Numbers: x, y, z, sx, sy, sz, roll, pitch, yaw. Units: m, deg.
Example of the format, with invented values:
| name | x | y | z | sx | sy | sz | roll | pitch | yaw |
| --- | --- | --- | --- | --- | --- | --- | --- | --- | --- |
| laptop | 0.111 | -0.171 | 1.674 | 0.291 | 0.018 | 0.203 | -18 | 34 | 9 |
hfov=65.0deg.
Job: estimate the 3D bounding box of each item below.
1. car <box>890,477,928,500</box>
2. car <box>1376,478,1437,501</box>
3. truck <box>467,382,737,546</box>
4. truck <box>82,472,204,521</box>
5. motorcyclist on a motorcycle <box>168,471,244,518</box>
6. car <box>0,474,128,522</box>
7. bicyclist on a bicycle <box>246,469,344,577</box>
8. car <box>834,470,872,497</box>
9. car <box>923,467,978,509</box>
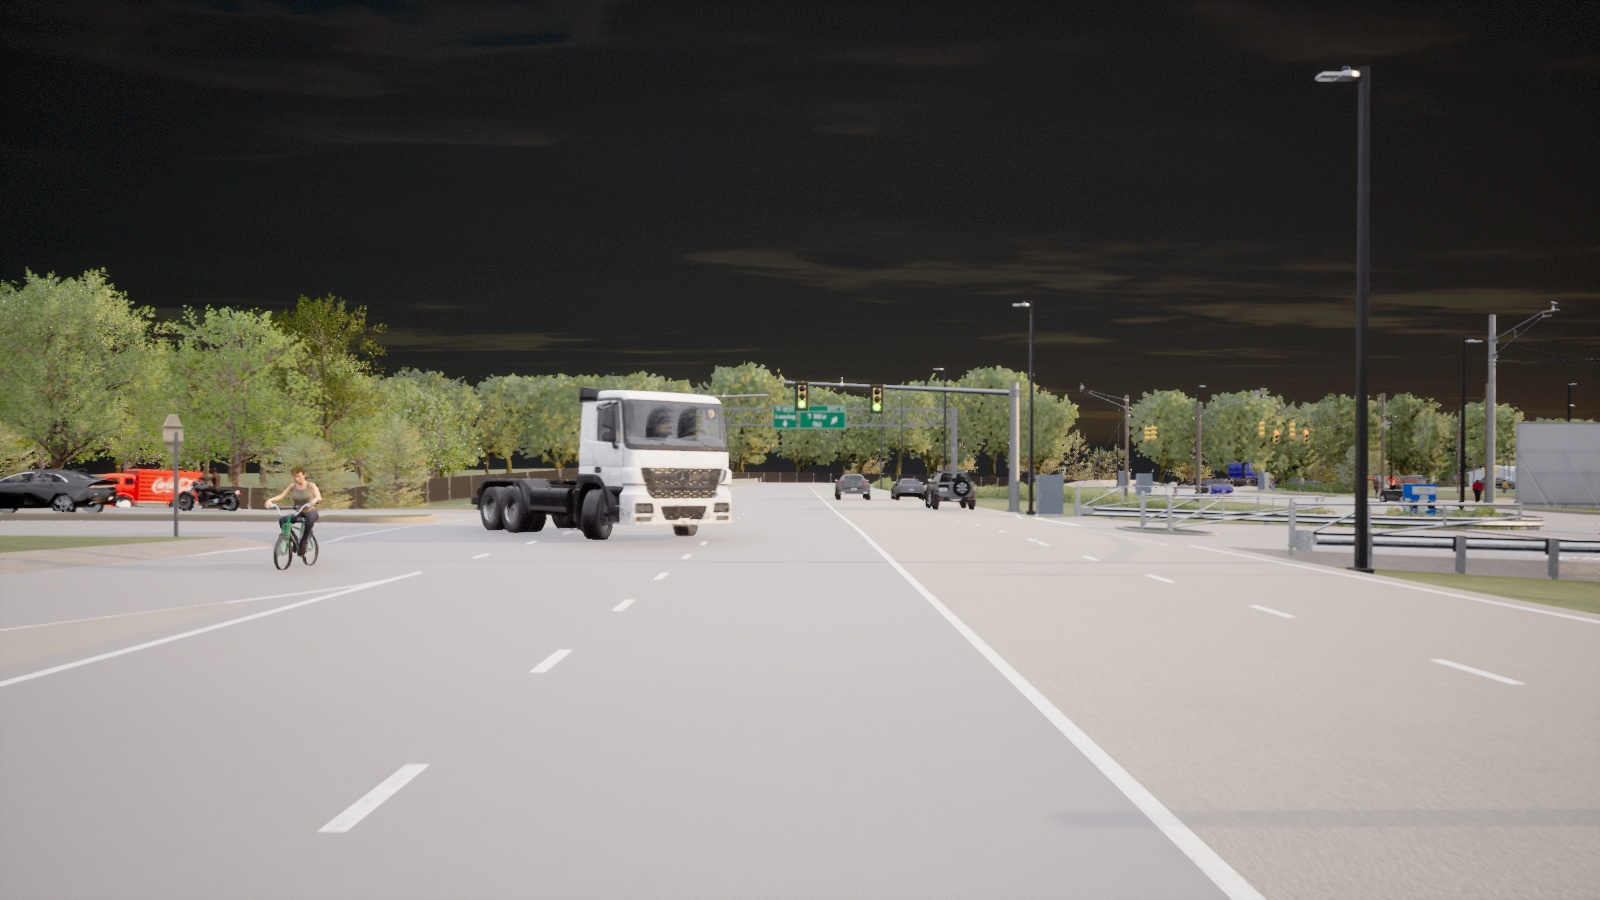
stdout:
| name | x | y | z | sx | sy | sz | roll | pitch | yaw |
| --- | --- | --- | --- | --- | --- | --- | --- | --- | --- |
| car | 6.814 | 2.383 | 78.799 | 1.994 | 1.385 | 4.181 | 0 | -1 | 0 |
| car | 41.517 | 2.670 | 86.120 | 1.837 | 1.490 | 4.892 | 0 | -1 | 0 |
| truck | -5.065 | 0.367 | 30.598 | 2.891 | 3.462 | 7.936 | 1 | -1 | -39 |
| truck | -35.649 | 2.576 | 68.281 | 2.627 | 2.467 | 5.204 | -2 | -5 | 42 |
| motorcyclist on a motorcycle | -21.310 | 1.581 | 45.095 | 2.350 | 1.649 | 0.766 | 0 | 0 | 0 |
| car | -25.302 | 1.569 | 41.640 | 4.902 | 1.511 | 2.128 | 0 | 0 | 1 |
| bicyclist on a bicycle | -7.865 | 1.113 | 19.642 | 0.866 | 1.612 | 1.509 | -1 | -1 | 3 |
| car | 3.312 | 2.127 | 79.575 | 2.152 | 1.651 | 5.027 | 0 | -1 | 0 |
| car | 6.863 | 1.729 | 57.725 | 1.932 | 1.855 | 4.605 | 0 | -1 | 0 |
